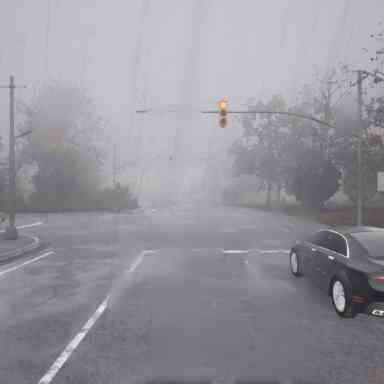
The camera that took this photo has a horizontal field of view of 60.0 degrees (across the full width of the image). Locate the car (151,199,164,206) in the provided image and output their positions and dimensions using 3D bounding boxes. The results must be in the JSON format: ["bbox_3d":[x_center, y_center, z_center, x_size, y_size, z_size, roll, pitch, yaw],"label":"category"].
[{"bbox_3d":[-7.169,2.103,68.638,2.033,1.411,5.357,0,-1,-12],"label":"car"}]

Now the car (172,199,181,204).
[{"bbox_3d":[-4.376,2.432,83.133,1.895,1.301,4.718,0,-1,-22],"label":"car"}]

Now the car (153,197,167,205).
[{"bbox_3d":[-8.062,2.218,82.959,2.097,1.767,4.553,0,-1,-25],"label":"car"}]

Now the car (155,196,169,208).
[{"bbox_3d":[-4.907,1.594,54.497,2.097,1.767,4.553,0,-1,-7],"label":"car"}]

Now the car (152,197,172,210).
[{"bbox_3d":[-4.067,1.440,44.442,2.097,1.767,4.553,0,-1,-4],"label":"car"}]

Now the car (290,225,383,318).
[{"bbox_3d":[3.598,1.505,7.400,1.837,1.490,4.892,0,0,1],"label":"car"}]

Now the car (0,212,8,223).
[{"bbox_3d":[-15.476,1.675,23.002,4.718,1.301,1.895,-1,0,-3],"label":"car"}]
